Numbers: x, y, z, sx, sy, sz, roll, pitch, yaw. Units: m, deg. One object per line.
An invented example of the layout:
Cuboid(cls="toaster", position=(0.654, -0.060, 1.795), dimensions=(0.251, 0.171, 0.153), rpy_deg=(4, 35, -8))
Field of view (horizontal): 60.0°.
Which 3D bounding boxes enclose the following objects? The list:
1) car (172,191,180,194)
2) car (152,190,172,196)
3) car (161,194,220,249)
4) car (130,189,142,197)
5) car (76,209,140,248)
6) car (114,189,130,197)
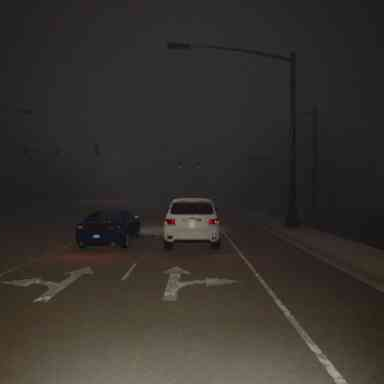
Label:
Cuboid(cls="car", position=(-4.887, 0.462, 90.111), dimensions=(1.895, 1.301, 4.718), rpy_deg=(-1, 1, -26))
Cuboid(cls="car", position=(-7.993, 0.468, 88.514), dimensions=(2.033, 1.411, 5.357), rpy_deg=(-1, 1, -26))
Cuboid(cls="car", position=(0.000, 1.248, 14.680), dimensions=(2.150, 2.045, 5.566), rpy_deg=(0, 0, 0))
Cuboid(cls="car", position=(-15.741, 0.509, 88.116), dimensions=(1.895, 1.301, 4.718), rpy_deg=(-1, 1, -29))
Cuboid(cls="car", position=(-3.500, 1.476, 14.652), dimensions=(1.882, 1.535, 5.008), rpy_deg=(0, 0, 0))
Cuboid(cls="car", position=(-18.606, 0.192, 86.088), dimensions=(2.150, 2.045, 5.566), rpy_deg=(-1, 1, -29))
